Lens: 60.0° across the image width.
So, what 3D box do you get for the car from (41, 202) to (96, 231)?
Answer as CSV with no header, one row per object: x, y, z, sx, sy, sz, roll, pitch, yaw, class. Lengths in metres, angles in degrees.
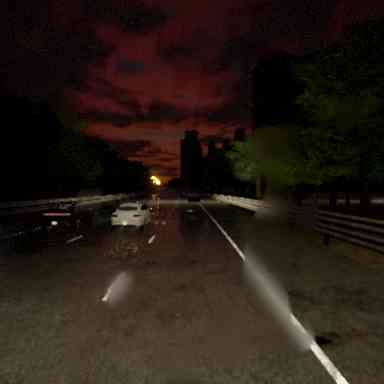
-7.001,1.344,19.284,2.128,1.511,4.902,0,0,-1,car

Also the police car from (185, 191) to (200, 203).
0.316,1.001,55.787,1.930,1.638,5.238,0,0,-1,police car

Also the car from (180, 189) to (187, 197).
-1.822,0.511,89.066,2.097,1.767,4.553,0,1,-2,car

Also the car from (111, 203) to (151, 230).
-3.503,1.375,19.563,1.812,1.442,4.674,0,0,-1,car
